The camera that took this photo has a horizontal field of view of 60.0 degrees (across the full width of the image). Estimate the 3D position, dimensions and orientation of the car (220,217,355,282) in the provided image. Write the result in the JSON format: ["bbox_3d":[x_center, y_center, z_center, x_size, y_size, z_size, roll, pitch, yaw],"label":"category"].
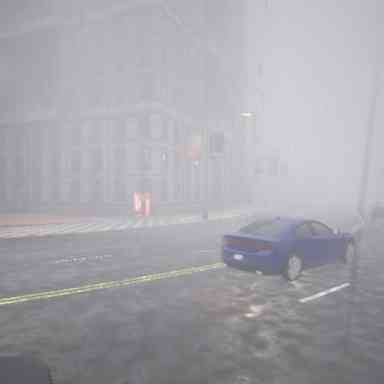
[{"bbox_3d":[3.036,1.471,9.895,5.008,1.535,1.882,0,0,-40],"label":"car"}]

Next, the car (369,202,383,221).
[{"bbox_3d":[15.447,1.509,26.812,1.812,1.442,4.674,0,0,26],"label":"car"}]

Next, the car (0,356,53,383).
[{"bbox_3d":[-3.246,1.546,1.178,5.357,1.411,2.033,0,0,-29],"label":"car"}]
